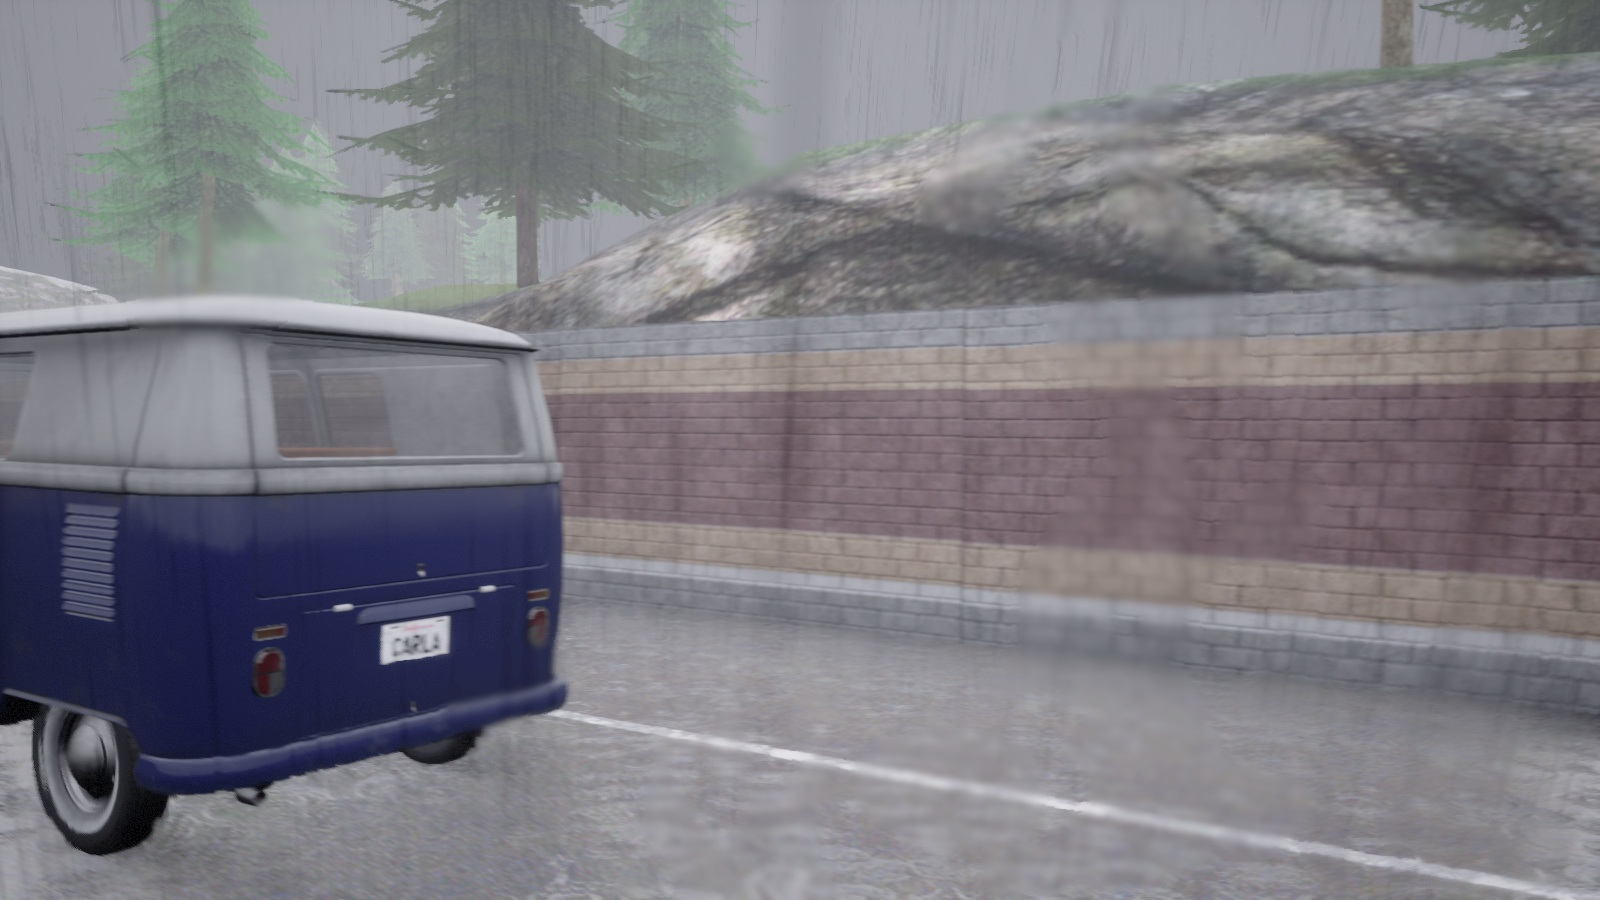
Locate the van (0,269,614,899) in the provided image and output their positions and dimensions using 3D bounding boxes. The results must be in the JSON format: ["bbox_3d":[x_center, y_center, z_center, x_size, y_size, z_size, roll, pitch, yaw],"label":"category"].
[{"bbox_3d":[-3.121,0.436,5.688,4.442,1.987,1.775,0,1,34],"label":"van"}]
